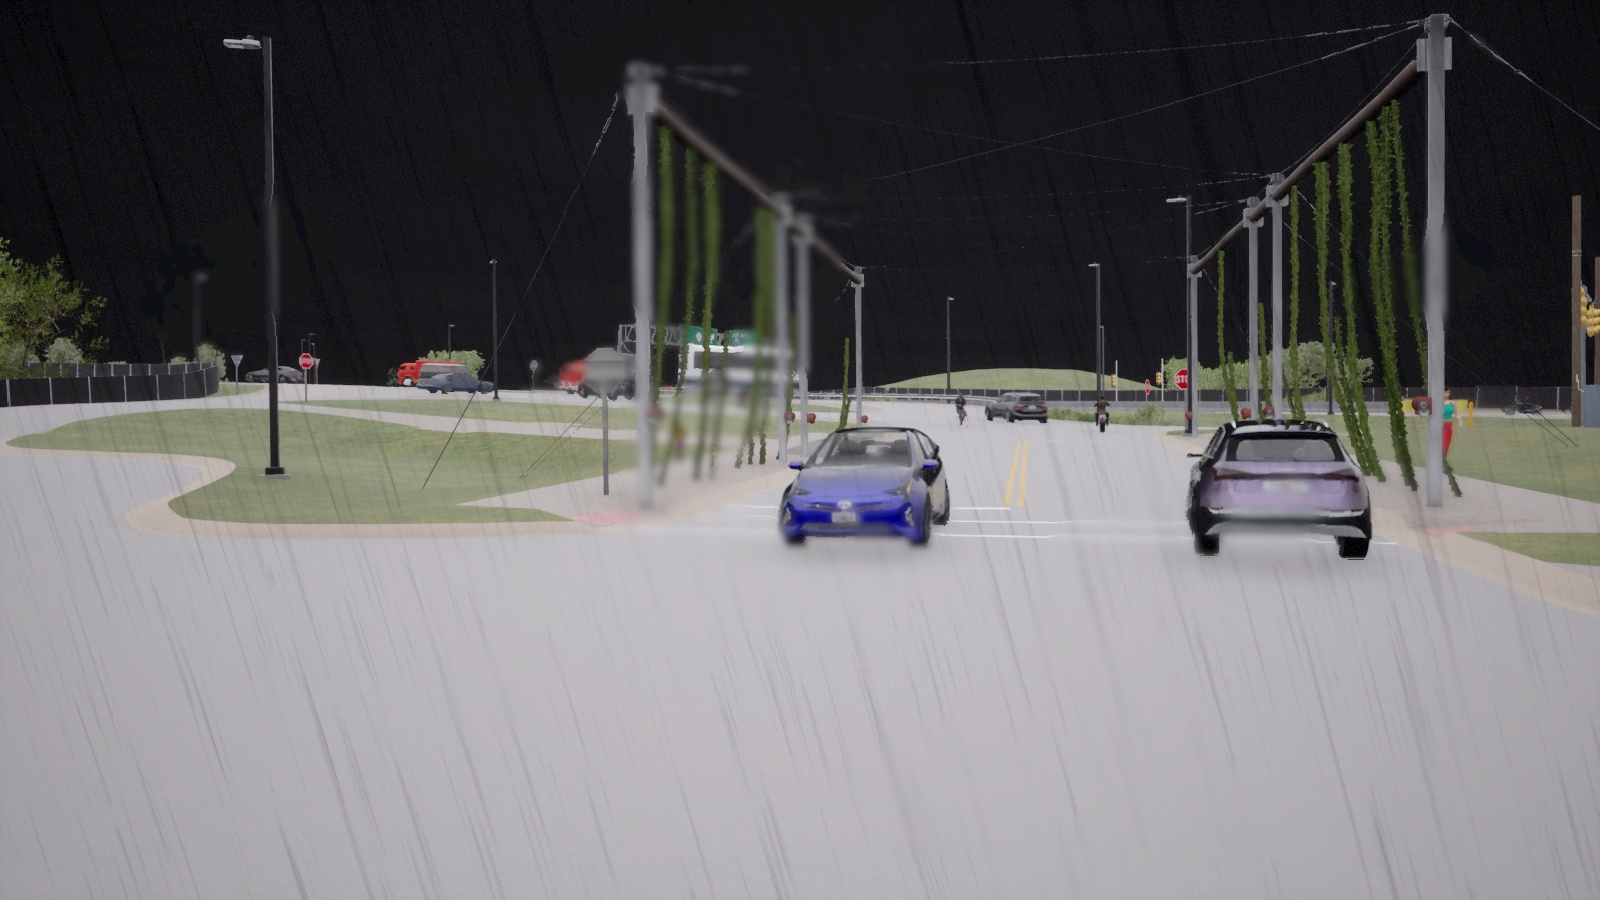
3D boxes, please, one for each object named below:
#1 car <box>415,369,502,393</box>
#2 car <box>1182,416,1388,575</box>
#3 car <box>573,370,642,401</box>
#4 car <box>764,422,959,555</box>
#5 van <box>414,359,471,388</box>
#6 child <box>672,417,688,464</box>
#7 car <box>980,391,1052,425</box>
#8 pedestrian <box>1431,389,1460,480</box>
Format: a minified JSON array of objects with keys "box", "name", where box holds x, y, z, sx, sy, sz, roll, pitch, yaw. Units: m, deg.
[{"box":[-22.888,-4.632,84.303,2.033,1.411,5.357,6,5,43],"name":"car"},{"box":[6.040,0.426,16.198,2.033,1.649,4.856,0,2,16],"name":"car"},{"box":[-13.206,-4.445,86.152,4.605,1.855,1.932,6,4,36],"name":"car"},{"box":[1.020,0.419,17.570,2.007,1.525,4.514,0,2,12],"name":"car"},{"box":[-27.155,-5.784,95.372,4.442,1.987,1.775,5,4,37],"name":"van"},{"box":[-3.034,-0.242,31.810,0.299,1.160,0.473,0,1,8],"name":"child"},{"box":[11.940,-2.372,69.611,2.242,1.667,4.611,0,4,-14],"name":"car"},{"box":[13.178,-0.314,25.650,0.345,1.836,0.594,0,1,9],"name":"pedestrian"}]
